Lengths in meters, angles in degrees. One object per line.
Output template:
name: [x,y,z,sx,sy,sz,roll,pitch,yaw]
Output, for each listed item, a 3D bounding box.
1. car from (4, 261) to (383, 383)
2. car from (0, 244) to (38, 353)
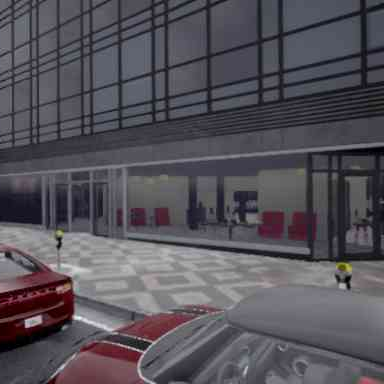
car: [0.712,1.440,2.350,4.097,1.590,1.967,0,-1,36]
car: [-3.867,1.545,5.615,4.507,1.381,1.887,0,-1,36]
